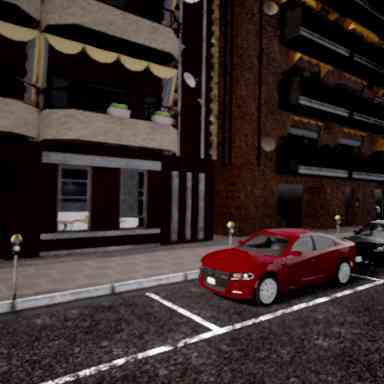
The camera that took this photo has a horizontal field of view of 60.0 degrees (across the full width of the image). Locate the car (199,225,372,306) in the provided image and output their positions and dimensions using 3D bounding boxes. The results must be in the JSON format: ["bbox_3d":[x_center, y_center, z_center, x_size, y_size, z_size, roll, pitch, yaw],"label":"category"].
[{"bbox_3d":[2.231,1.594,8.138,4.507,1.381,1.887,1,1,-35],"label":"car"}]

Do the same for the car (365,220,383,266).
[{"bbox_3d":[6.765,1.658,11.373,4.313,1.339,1.947,1,1,-35],"label":"car"}]
